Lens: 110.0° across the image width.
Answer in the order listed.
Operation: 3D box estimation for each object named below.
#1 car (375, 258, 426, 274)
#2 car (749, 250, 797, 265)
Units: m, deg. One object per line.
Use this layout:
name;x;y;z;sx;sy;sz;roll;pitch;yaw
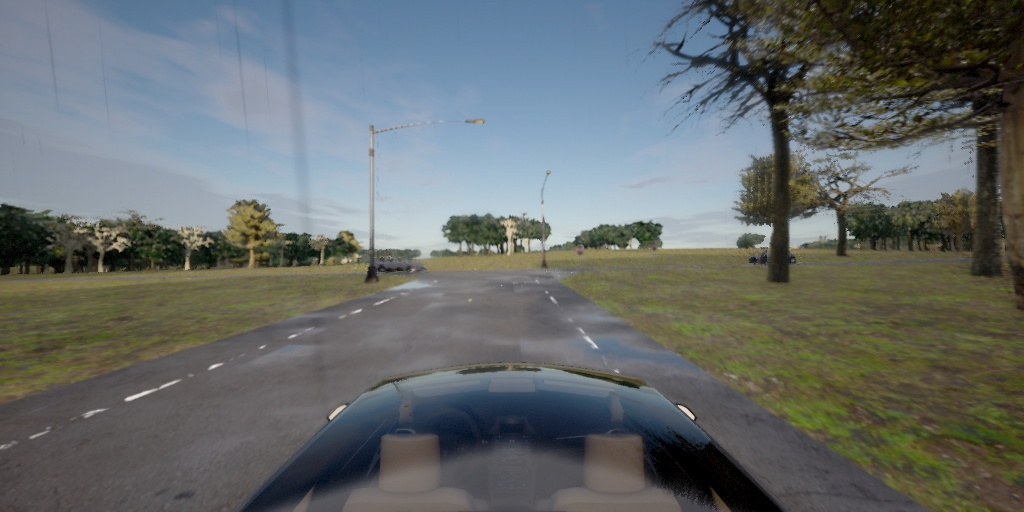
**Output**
car;-10.659;0.902;34.052;4.902;1.511;2.128;0;-1;0
car;30.227;0.089;41.674;4.553;1.767;2.097;-1;-2;-1
